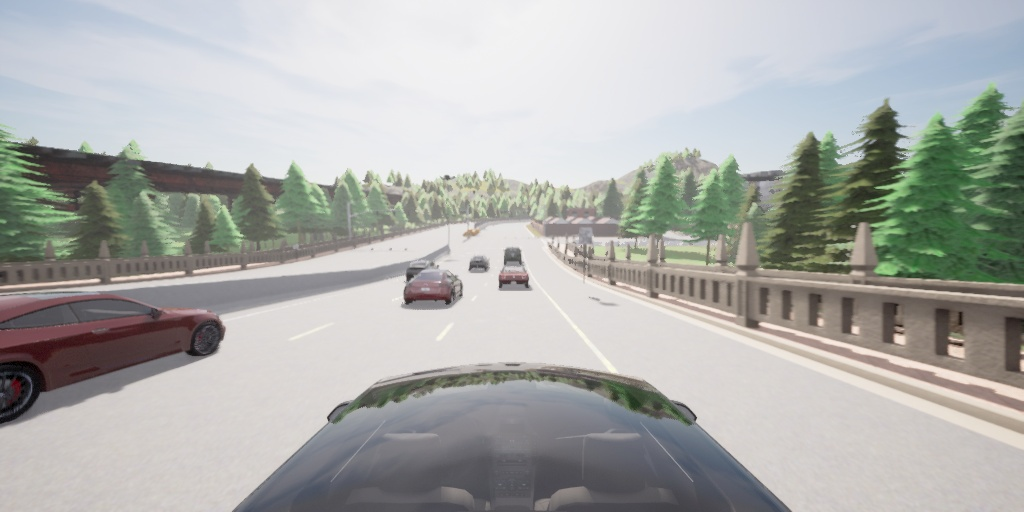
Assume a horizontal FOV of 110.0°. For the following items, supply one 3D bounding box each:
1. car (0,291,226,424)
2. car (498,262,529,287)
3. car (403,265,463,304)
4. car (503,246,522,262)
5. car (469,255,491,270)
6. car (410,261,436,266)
[{"bbox_3d":[-6.899,1.266,5.526,1.812,1.442,4.674,0,0,0],"label":"car"},{"bbox_3d":[0.106,1.277,23.574,1.895,1.301,4.718,0,1,0],"label":"car"},{"bbox_3d":[-3.396,1.273,16.091,1.994,1.385,4.181,0,0,0],"label":"car"},{"bbox_3d":[0.088,-0.210,43.889,2.150,2.045,5.566,0,5,0],"label":"car"},{"bbox_3d":[-3.394,0.612,37.542,1.837,1.490,4.892,0,4,0],"label":"car"},{"bbox_3d":[-6.892,1.087,28.166,1.837,1.490,4.892,0,1,0],"label":"car"}]
